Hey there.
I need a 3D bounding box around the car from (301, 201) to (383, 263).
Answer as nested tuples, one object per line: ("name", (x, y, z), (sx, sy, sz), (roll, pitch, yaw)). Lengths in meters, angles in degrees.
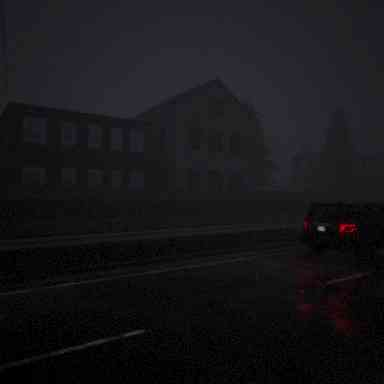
("car", (6.586, 1.352, 12.833), (5.566, 2.045, 2.150), (0, 0, -35))
